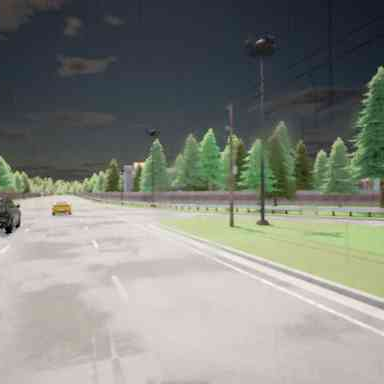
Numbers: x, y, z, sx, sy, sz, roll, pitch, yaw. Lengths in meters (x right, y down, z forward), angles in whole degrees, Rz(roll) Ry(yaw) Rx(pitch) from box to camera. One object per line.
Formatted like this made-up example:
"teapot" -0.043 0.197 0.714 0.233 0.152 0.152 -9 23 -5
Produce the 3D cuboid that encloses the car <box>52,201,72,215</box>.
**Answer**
"car" -14.328 1.689 36.676 1.882 1.535 5.008 0 0 -20

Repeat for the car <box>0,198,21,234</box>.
"car" -11.819 1.361 20.107 2.150 2.045 5.566 0 0 -21
